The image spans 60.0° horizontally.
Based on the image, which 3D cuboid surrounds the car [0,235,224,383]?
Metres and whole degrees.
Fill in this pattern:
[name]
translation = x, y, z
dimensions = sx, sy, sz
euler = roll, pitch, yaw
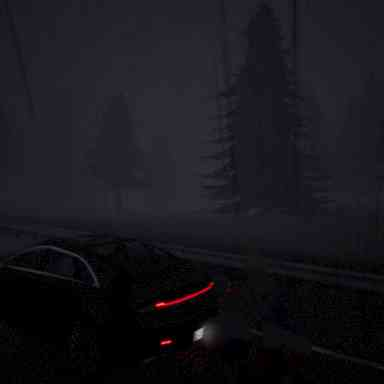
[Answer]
[car]
translation = -1.842, 1.464, 5.436
dimensions = 4.902, 1.511, 2.128
euler = 0, 0, 37
